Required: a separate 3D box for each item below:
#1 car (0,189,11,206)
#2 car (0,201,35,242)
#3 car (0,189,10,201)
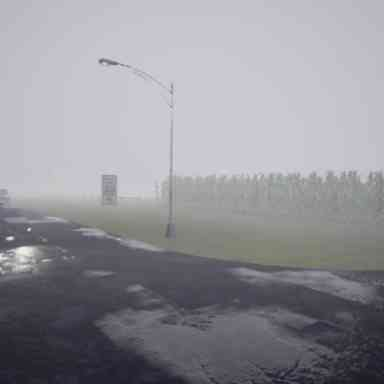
[{"bbox_3d":[-24.914,0.598,42.805,2.150,2.045,5.566,0,1,-36],"label":"car"},{"bbox_3d":[-8.551,1.369,14.987,2.033,1.411,5.357,0,1,-36],"label":"car"},{"bbox_3d":[-14.419,0.905,23.158,2.150,2.045,5.566,0,1,-35],"label":"car"}]
